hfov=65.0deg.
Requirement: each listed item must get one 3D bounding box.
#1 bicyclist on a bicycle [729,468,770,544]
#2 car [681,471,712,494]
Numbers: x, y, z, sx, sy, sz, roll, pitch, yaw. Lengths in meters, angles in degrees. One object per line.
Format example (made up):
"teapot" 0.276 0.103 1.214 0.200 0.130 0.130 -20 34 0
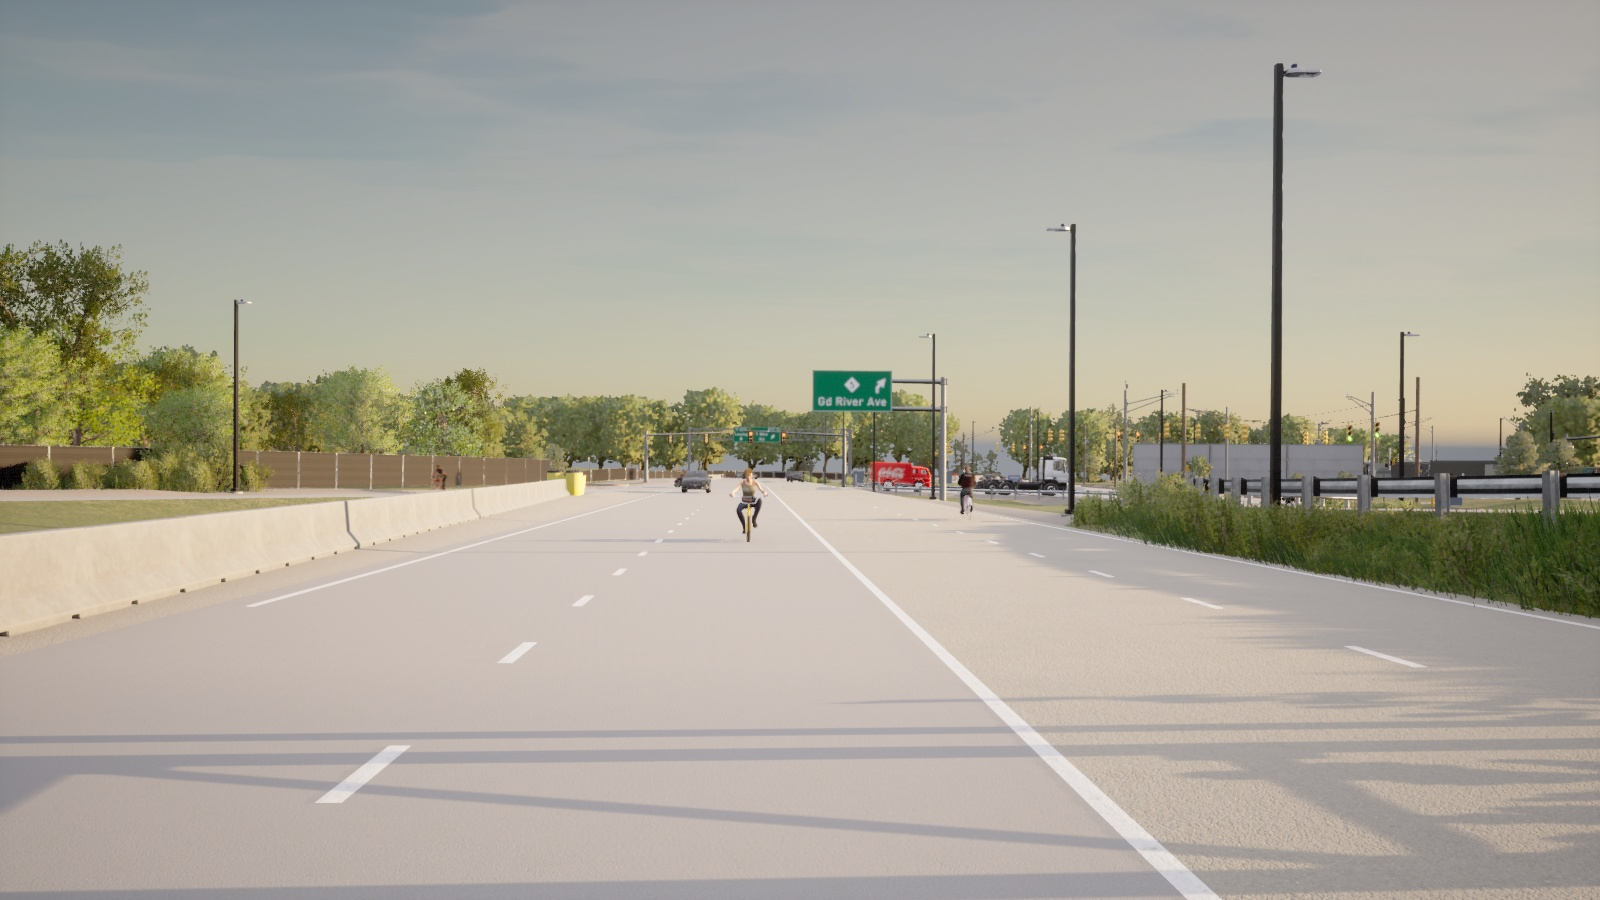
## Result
"bicyclist on a bicycle" -1.117 1.214 27.584 0.866 1.612 1.509 0 -1 -2
"car" -6.941 2.191 84.441 1.837 1.490 4.892 0 -1 -2
